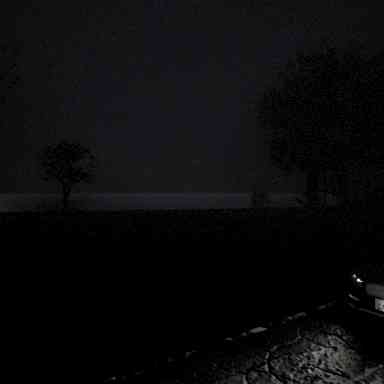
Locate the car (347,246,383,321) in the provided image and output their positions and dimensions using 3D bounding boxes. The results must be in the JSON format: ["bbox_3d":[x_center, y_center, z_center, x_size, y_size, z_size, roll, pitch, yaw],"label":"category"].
[{"bbox_3d":[4.974,1.489,6.513,4.902,1.511,2.128,0,0,-36],"label":"car"}]
